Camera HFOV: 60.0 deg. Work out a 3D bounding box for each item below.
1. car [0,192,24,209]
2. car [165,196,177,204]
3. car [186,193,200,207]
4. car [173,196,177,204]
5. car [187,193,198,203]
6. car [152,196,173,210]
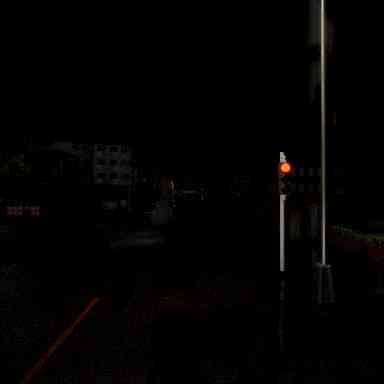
[{"bbox_3d":[-19.709,0.985,34.940,1.905,1.878,3.866,0,0,35],"label":"car"},{"bbox_3d":[-3.966,1.477,63.162,1.882,1.535,5.008,0,0,0],"label":"car"},{"bbox_3d":[0.171,1.352,49.791,2.097,1.767,4.553,0,0,0],"label":"car"},{"bbox_3d":[-4.019,1.491,52.987,2.128,1.511,4.902,0,0,0],"label":"car"},{"bbox_3d":[0.103,1.225,72.015,2.150,2.045,5.566,0,0,0],"label":"car"},{"bbox_3d":[-4.040,1.491,43.023,2.128,1.511,4.902,0,0,0],"label":"car"}]
